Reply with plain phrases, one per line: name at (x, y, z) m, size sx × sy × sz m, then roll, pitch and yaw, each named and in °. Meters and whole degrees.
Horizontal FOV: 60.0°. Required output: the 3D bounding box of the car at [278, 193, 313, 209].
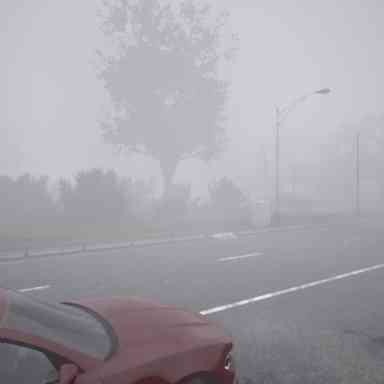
car at (13.705, 1.187, 45.189) m, size 2.150 × 2.045 × 5.566 m, roll 0°, pitch 0°, yaw -32°

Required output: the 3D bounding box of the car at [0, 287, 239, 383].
car at (-1.862, 1.478, 2.421) m, size 5.008 × 1.535 × 1.882 m, roll 0°, pitch 0°, yaw -35°

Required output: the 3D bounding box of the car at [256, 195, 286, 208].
car at (9.966, 1.532, 44.544) m, size 1.994 × 1.385 × 4.181 m, roll 0°, pitch 0°, yaw -32°

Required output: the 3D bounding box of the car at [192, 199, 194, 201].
car at (-1.500, 1.366, 62.155) m, size 1.882 × 1.535 × 5.008 m, roll 0°, pitch 0°, yaw -34°
